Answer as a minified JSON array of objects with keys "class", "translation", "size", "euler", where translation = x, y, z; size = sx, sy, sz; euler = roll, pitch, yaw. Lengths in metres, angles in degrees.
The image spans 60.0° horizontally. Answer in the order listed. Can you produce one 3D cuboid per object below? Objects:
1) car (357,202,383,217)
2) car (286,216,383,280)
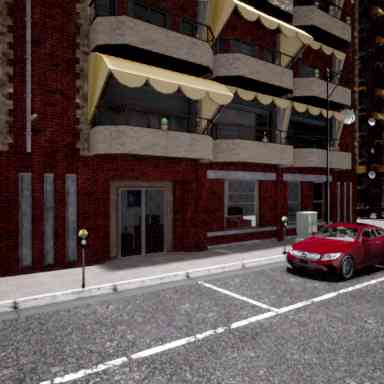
[{"class":"car","translation":[16.332,1.793,31.911],"size":[1.837,1.490,4.892],"euler":[0,0,-36]},{"class":"car","translation":[4.631,1.582,9.914],"size":[4.206,1.307,1.802],"euler":[0,0,-35]}]
